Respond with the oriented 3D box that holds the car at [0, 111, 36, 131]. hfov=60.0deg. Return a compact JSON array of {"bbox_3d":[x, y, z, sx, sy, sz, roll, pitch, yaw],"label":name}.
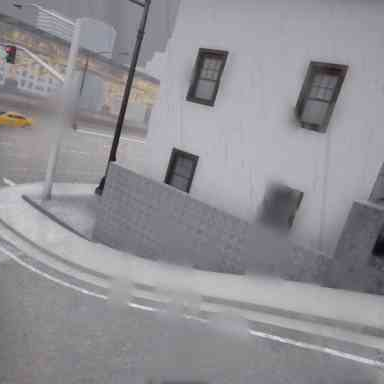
[{"bbox_3d":[-18.160,-7.251,33.110,1.882,1.535,5.008,24,14,34],"label":"car"}]
